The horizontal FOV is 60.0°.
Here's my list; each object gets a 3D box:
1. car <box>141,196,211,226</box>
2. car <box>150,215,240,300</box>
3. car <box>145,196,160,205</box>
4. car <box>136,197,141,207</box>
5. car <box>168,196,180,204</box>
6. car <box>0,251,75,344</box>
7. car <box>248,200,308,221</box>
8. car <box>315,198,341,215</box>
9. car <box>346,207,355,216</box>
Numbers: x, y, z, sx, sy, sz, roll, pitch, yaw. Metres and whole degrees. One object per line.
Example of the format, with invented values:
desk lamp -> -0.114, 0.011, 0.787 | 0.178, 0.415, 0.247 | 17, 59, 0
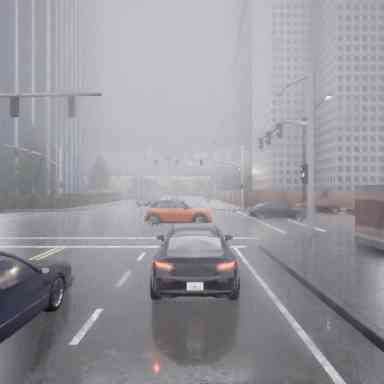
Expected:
car -> -0.907, 1.352, 22.656 | 4.553, 1.767, 2.097 | 0, 0, -1
car -> 0.067, 1.526, 8.262 | 1.812, 1.442, 4.674 | 0, 0, 0
car -> -7.145, 1.491, 60.276 | 2.128, 1.511, 4.902 | 0, 0, 0
car -> -7.158, 1.491, 50.214 | 2.128, 1.511, 4.902 | 0, 0, 0
car -> -3.482, 1.547, 65.974 | 2.033, 1.411, 5.357 | 0, 0, 0
car -> -3.447, 1.547, 4.665 | 2.033, 1.411, 5.357 | 0, 0, 0
car -> 6.752, 1.526, 26.251 | 4.674, 1.442, 1.812 | 0, 0, -1
car -> 12.371, 1.352, 33.470 | 4.553, 1.767, 2.097 | 0, 0, 0
car -> 16.846, 1.547, 29.953 | 5.357, 1.411, 2.033 | 0, 0, 0
